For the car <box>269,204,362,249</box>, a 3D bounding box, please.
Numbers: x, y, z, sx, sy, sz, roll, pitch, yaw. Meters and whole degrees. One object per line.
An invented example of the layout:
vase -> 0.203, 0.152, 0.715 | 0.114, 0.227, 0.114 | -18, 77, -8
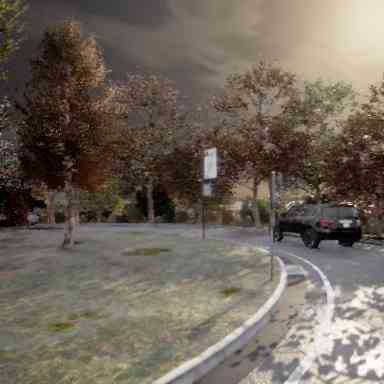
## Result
car -> 6.056, 1.665, 17.071 | 2.150, 2.045, 5.566 | 1, -3, -14

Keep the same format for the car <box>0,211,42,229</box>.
car -> -15.329, 2.379, 28.076 | 4.902, 1.511, 2.128 | 0, -2, -16
